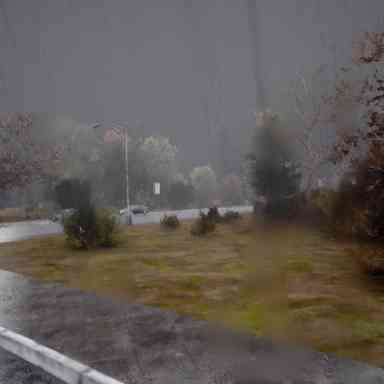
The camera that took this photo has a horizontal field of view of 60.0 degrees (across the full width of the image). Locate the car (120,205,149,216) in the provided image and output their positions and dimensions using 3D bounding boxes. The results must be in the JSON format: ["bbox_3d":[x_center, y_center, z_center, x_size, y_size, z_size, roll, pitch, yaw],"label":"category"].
[{"bbox_3d":[-7.919,2.493,45.408,2.128,1.511,4.902,-3,-2,32],"label":"car"}]

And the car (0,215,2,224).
[{"bbox_3d":[-18.914,2.441,28.352,1.837,1.490,4.892,-3,-2,35],"label":"car"}]

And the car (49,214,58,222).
[{"bbox_3d":[-13.473,2.519,36.664,1.994,1.385,4.181,-3,-2,32],"label":"car"}]
